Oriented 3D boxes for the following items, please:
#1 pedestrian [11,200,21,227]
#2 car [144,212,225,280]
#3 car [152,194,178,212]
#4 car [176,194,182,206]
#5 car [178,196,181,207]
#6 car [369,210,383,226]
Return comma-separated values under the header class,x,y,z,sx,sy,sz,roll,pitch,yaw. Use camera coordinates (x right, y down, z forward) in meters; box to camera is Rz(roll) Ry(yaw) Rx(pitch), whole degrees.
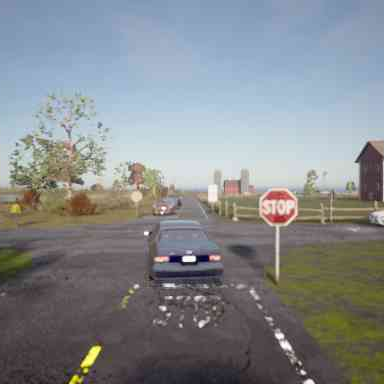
class,x,y,z,sx,sy,sz,roll,pitch,yaw
pedestrian,-12.163,1.452,22.869,0.375,1.860,0.375,0,1,0
car,-0.423,1.564,10.014,2.033,1.411,5.357,0,0,-8
car,-2.853,1.408,33.916,2.097,1.767,4.553,0,0,0
car,-2.839,1.312,54.266,2.150,2.045,5.566,0,0,0
car,-2.848,1.598,43.966,1.812,1.442,4.674,0,0,1
car,12.983,1.341,19.623,4.674,1.442,1.812,-1,0,-1
